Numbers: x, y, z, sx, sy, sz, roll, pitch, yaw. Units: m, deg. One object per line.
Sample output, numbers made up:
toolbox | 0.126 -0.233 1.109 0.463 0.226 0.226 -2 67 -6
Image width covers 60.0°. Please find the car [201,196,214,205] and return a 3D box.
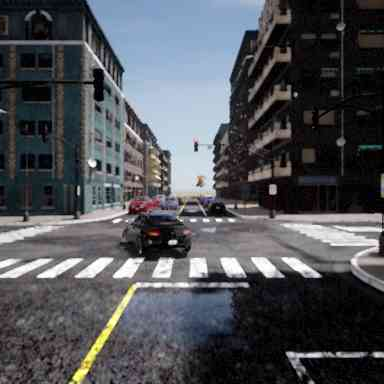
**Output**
car | 2.561 1.634 45.772 1.802 1.307 4.206 0 0 0

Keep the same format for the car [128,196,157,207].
car | -5.318 1.357 34.667 2.192 1.841 5.009 0 0 0

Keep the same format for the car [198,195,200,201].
car | 2.559 1.505 62.428 1.967 1.590 4.097 0 0 0

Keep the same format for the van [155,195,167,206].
van | -5.321 1.402 56.874 1.690 1.788 3.998 0 0 0

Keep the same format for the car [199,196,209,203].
car | 2.557 1.623 73.532 2.008 1.369 4.403 0 0 0

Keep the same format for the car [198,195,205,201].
car | 2.554 1.624 90.188 1.887 1.381 4.507 0 0 0

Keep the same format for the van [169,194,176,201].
van | -5.325 1.421 90.187 1.690 1.788 3.998 0 0 0

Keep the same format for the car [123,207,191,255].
car | -1.489 1.539 13.389 1.812 1.442 4.674 0 0 -21

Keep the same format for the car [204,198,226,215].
car | 2.562 1.608 34.668 1.947 1.339 4.313 0 0 0

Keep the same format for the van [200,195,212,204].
van | 2.561 1.397 51.324 1.690 1.788 3.998 0 0 0

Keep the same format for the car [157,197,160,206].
car | -5.319 1.592 40.218 1.887 1.381 4.507 0 0 0

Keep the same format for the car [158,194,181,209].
car | -2.847 1.402 43.176 2.097 1.767 4.553 0 0 0
